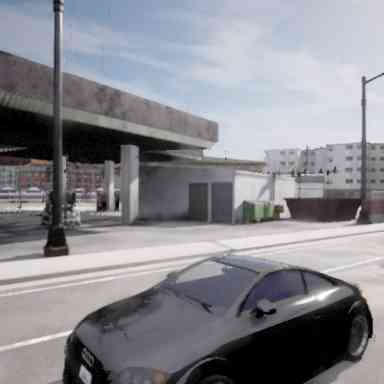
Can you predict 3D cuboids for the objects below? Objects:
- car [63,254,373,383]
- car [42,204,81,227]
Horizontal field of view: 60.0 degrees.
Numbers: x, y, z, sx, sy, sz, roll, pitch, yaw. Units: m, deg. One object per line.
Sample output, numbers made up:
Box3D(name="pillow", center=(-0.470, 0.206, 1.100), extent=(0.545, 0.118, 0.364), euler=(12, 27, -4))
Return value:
Box3D(name="car", center=(0.571, 1.596, 4.393), extent=(4.181, 1.385, 1.994), euler=(0, 0, -37))
Box3D(name="car", center=(-9.150, 1.590, 23.155), extent=(1.970, 1.475, 3.806), euler=(0, 0, -35))
